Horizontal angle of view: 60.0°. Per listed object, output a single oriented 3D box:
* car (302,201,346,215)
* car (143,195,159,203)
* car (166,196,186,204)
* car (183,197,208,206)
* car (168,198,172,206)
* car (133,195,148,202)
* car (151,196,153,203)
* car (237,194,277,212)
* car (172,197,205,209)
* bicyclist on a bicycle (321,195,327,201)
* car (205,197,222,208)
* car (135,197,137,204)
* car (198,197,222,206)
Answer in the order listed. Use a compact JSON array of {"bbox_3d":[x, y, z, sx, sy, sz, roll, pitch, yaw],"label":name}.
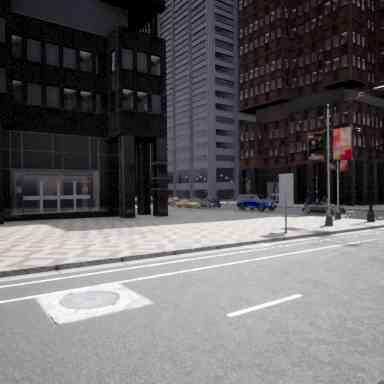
[{"bbox_3d":[13.511,1.628,34.221,1.994,1.385,4.181,-1,0,-36],"label":"car"},{"bbox_3d":[-9.500,1.598,76.492,1.967,1.590,4.097,-1,1,-36],"label":"car"},{"bbox_3d":[-3.290,1.639,67.803,1.752,1.417,4.829,-1,1,-36],"label":"car"},{"bbox_3d":[0.505,1.616,57.917,1.837,1.490,4.892,-1,0,-36],"label":"car"},{"bbox_3d":[-3.298,1.732,57.815,1.994,1.385,4.181,-1,0,-35],"label":"car"},{"bbox_3d":[-12.654,1.622,80.906,1.967,1.590,4.097,-1,1,-36],"label":"car"},{"bbox_3d":[-7.801,1.718,69.527,2.033,1.411,5.357,-1,0,-36],"label":"car"},{"bbox_3d":[8.052,1.319,41.846,2.150,2.045,5.566,-1,0,-36],"label":"car"},{"bbox_3d":[-0.569,1.702,49.333,1.752,1.417,4.829,-1,1,-36],"label":"car"},{"bbox_3d":[17.394,1.255,43.789,1.656,1.620,0.582,-1,1,-36],"label":"bicyclist on a bicycle"},{"bbox_3d":[2.497,1.695,49.641,1.994,1.385,4.181,-1,0,-35],"label":"car"},{"bbox_3d":[-10.131,1.822,62.717,1.802,1.307,4.206,-1,1,-36],"label":"car"},{"bbox_3d":[3.117,1.615,58.837,1.887,1.381,4.507,-1,1,-36],"label":"car"}]
